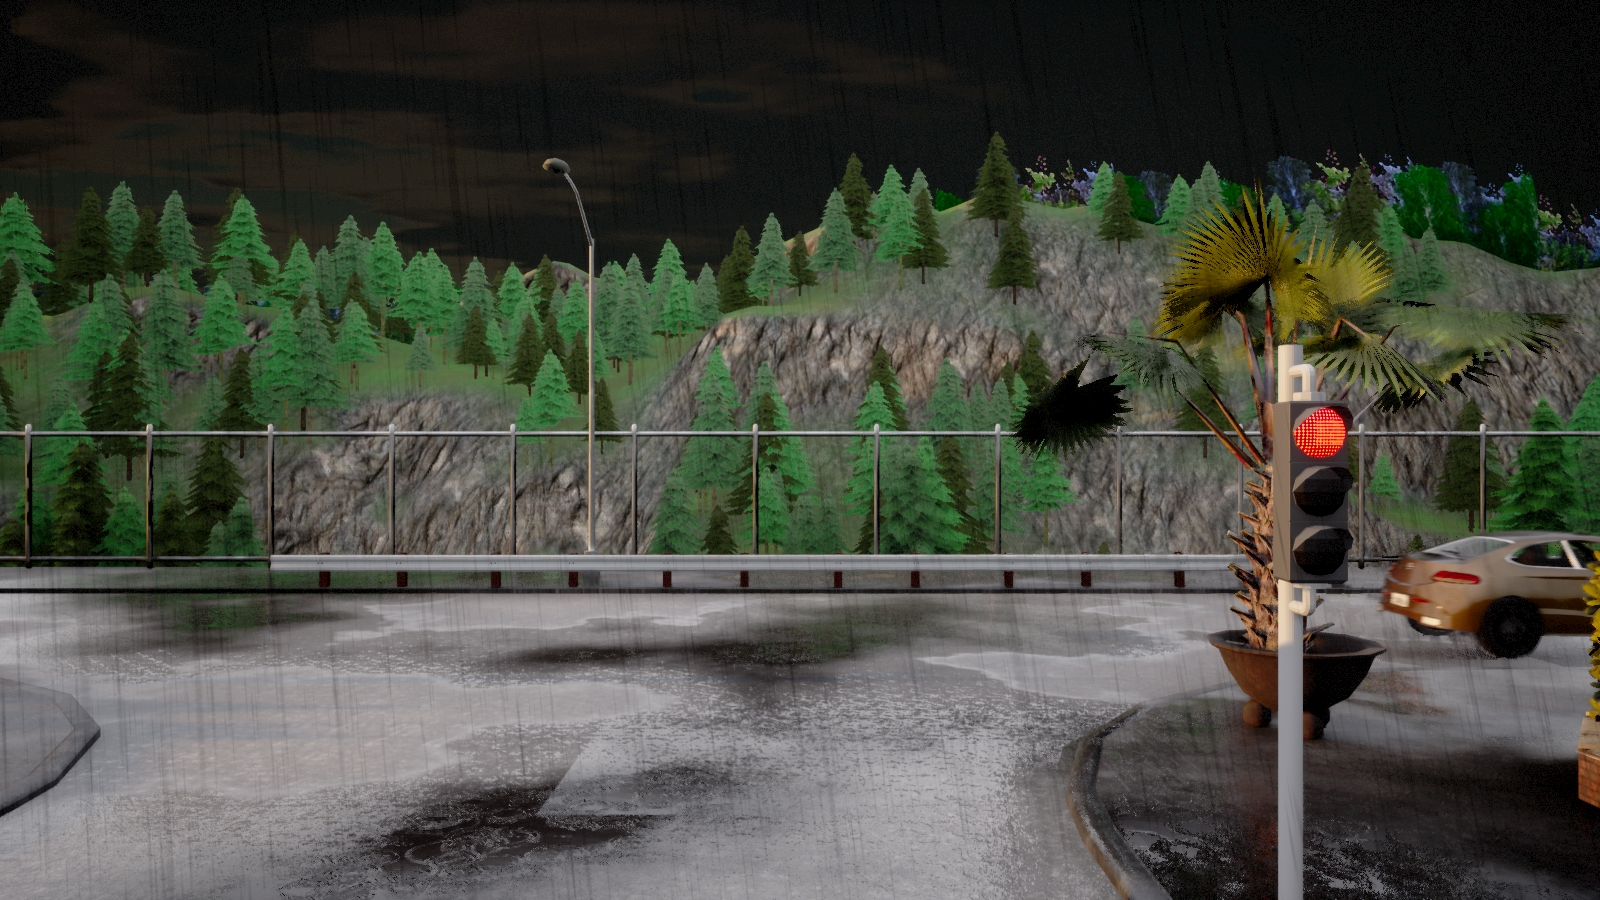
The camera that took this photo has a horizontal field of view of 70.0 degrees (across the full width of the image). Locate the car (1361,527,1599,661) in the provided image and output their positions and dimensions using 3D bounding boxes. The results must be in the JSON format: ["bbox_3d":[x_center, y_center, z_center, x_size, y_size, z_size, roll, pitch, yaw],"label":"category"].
[{"bbox_3d":[11.066,1.992,16.326,5.027,1.651,2.152,0,0,0],"label":"car"}]
